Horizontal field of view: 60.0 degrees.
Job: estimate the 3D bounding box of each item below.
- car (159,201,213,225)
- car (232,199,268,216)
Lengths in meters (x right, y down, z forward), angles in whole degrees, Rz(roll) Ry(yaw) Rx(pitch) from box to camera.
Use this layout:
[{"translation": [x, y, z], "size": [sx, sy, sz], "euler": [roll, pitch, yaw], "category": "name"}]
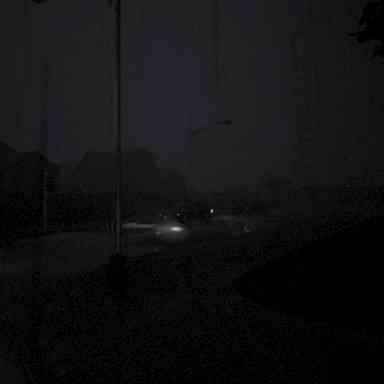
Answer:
[{"translation": [-0.337, 1.453, 23.868], "size": [1.837, 1.490, 4.892], "euler": [0, 0, 36], "category": "car"}, {"translation": [5.623, 1.426, 32.163], "size": [1.882, 1.535, 5.008], "euler": [0, 0, 36], "category": "car"}]
